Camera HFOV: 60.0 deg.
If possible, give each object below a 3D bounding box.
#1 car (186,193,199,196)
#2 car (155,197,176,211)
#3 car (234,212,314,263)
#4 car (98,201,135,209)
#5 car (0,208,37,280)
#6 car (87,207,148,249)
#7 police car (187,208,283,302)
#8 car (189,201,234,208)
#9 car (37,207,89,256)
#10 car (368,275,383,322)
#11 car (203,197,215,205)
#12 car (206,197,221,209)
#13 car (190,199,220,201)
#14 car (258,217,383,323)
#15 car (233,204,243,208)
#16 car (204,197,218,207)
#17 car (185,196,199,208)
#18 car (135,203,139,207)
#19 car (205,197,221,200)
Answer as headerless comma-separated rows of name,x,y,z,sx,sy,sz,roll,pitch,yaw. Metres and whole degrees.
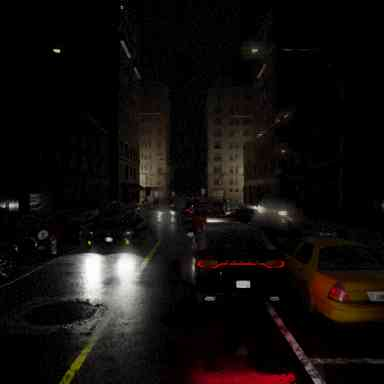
car,0.075,1.182,59.545,2.150,2.045,5.566,0,0,0
car,-2.951,1.486,39.616,1.837,1.490,4.892,0,0,0
car,2.872,1.561,12.695,1.947,1.339,4.313,-1,0,0
car,-5.649,1.431,23.878,1.967,1.590,4.097,-1,0,0
car,-5.673,1.313,7.121,2.192,1.841,5.009,-1,0,0
car,-3.083,1.559,14.293,1.994,1.385,4.181,0,0,0
police car,0.908,1.423,8.449,1.930,1.638,5.238,0,0,0
car,0.921,1.471,18.340,1.882,1.535,5.008,0,0,0
car,-5.664,1.436,12.707,1.967,1.590,4.097,-1,0,0
car,2.856,1.581,1.523,1.802,1.307,4.206,-1,0,0
car,2.941,1.544,57.382,1.802,1.307,4.206,-1,0,0
car,2.924,1.499,46.380,1.752,1.417,4.829,-1,0,0
car,0.928,1.496,24.340,1.837,1.490,4.892,0,0,0
car,2.864,1.523,7.280,1.752,1.417,4.829,-1,0,0
car,2.881,1.559,18.281,1.947,1.339,4.313,-1,0,0
car,2.933,1.534,51.797,1.947,1.339,4.313,-1,0,0
car,0.075,1.575,46.267,1.895,1.301,4.718,0,0,1
car,-5.640,1.570,29.464,1.802,1.307,4.206,-1,0,0
car,2.915,1.530,40.625,2.008,1.369,4.403,-1,0,0
